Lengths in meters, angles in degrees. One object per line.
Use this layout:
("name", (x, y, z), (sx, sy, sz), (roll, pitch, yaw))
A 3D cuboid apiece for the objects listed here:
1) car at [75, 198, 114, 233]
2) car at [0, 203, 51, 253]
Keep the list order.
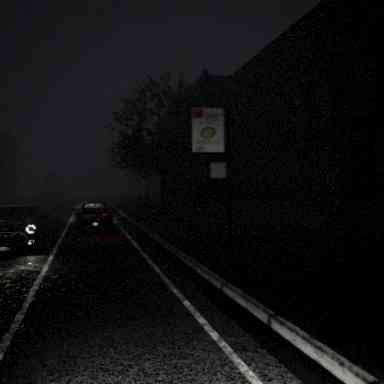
("car", (-5.469, 1.328, 18.693), (2.128, 1.511, 4.902), (-1, 1, -17))
("car", (-6.959, 1.296, 13.238), (2.097, 1.767, 4.553), (-1, 1, -17))
